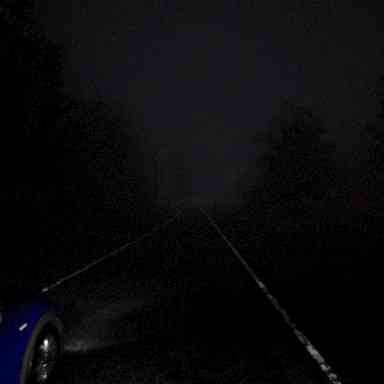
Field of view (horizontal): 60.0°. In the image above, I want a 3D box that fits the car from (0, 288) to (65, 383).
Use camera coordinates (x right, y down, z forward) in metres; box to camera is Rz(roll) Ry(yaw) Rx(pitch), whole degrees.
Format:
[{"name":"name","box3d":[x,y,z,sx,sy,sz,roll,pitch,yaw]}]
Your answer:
[{"name":"car","box3d":[-2.746,1.382,2.477,2.097,1.767,4.553,0,-1,2]}]
